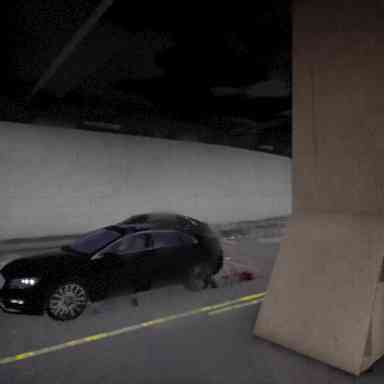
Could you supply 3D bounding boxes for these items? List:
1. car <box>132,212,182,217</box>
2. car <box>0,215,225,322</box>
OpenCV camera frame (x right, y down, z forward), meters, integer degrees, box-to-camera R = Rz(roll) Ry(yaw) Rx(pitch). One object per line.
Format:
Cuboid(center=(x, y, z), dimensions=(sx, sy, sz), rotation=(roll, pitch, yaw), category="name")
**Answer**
Cuboid(center=(-1.474, 1.505, 11.692), dimensions=(4.892, 1.490, 1.837), rotation=(0, 0, -37), category="car")
Cuboid(center=(-1.478, 1.492, 7.339), dimensions=(4.902, 1.511, 2.128), rotation=(0, 0, -36), category="car")
